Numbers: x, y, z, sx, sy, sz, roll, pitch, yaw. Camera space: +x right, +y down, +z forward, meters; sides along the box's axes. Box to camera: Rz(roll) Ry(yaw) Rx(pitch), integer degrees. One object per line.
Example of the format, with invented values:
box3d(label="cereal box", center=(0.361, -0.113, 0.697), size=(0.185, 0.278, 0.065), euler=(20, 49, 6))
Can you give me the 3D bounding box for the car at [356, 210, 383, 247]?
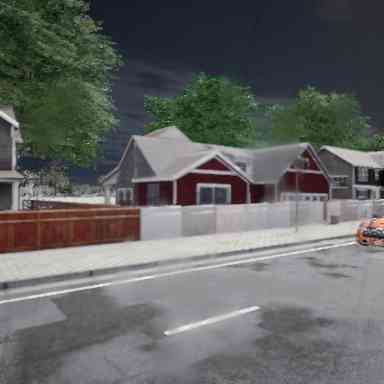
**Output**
box3d(label="car", center=(8.911, 1.348, 13.953), size=(4.553, 1.767, 2.097), euler=(0, 0, -35))
